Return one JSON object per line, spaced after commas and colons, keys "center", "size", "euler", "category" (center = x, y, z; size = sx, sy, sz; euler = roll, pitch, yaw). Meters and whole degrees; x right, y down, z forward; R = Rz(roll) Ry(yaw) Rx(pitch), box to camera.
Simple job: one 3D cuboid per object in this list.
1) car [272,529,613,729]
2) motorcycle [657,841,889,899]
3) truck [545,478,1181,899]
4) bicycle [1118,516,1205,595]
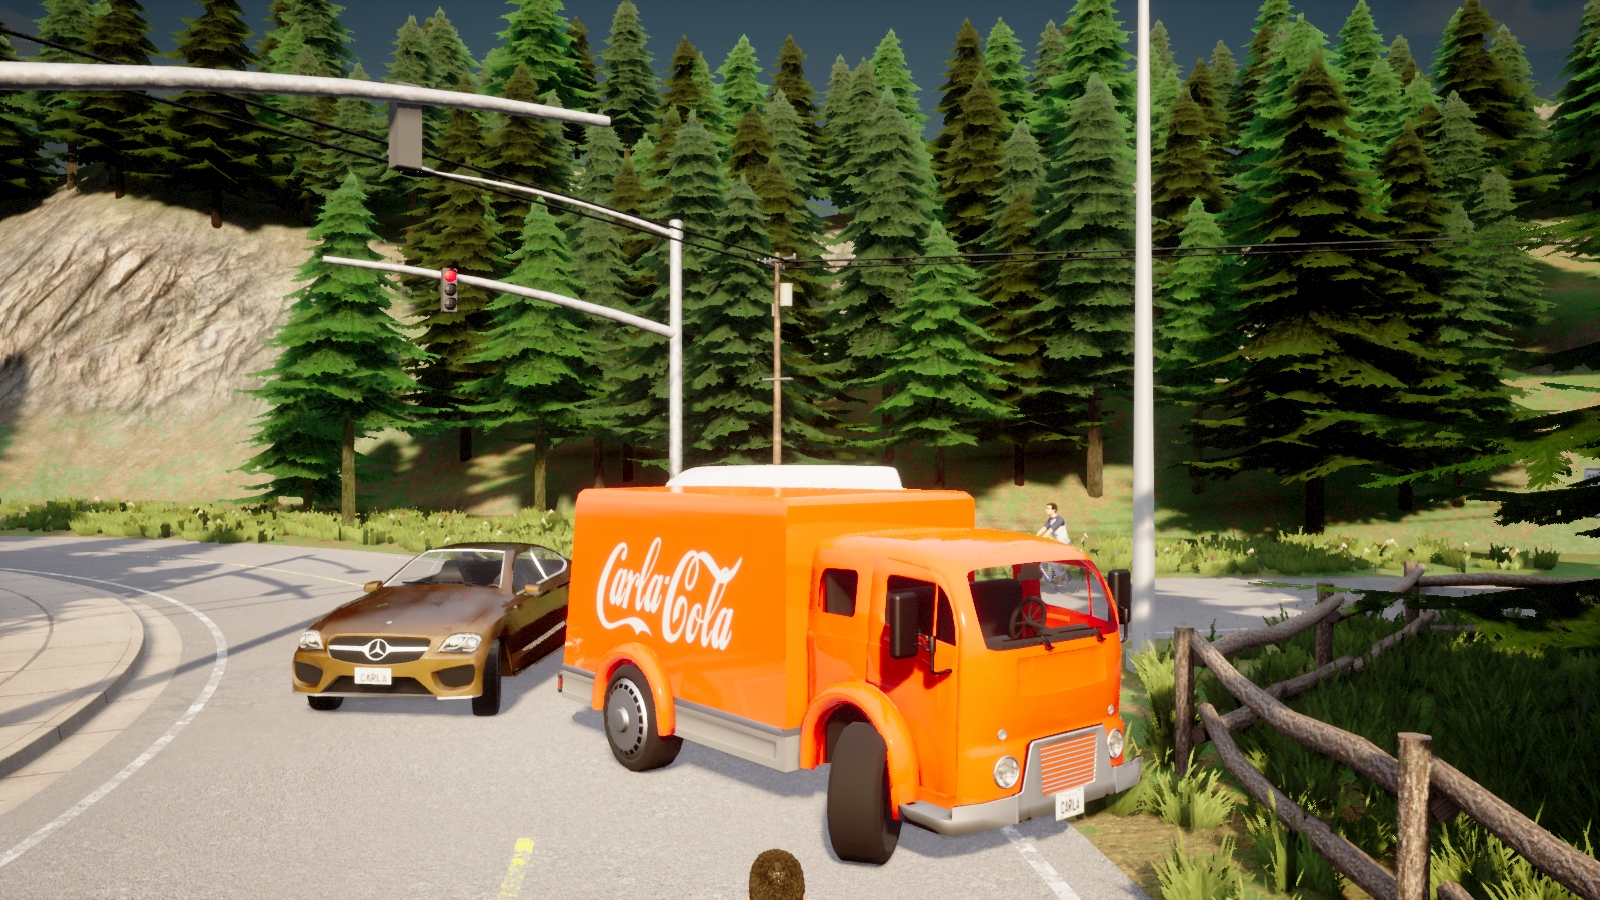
{"center": [-4.038, 1.970, 14.038], "size": [2.152, 1.651, 5.027], "euler": [0, 0, 6], "category": "car"}
{"center": [-0.074, 2.159, 3.526], "size": [0.803, 1.199, 2.033], "euler": [0, 0, -2], "category": "motorcycle"}
{"center": [0.202, 1.542, 9.769], "size": [2.627, 2.467, 5.204], "euler": [0, 0, -39], "category": "truck"}
{"center": [7.059, 2.055, 22.313], "size": [1.643, 1.496, 0.373], "euler": [1, 0, -13], "category": "bicycle"}
